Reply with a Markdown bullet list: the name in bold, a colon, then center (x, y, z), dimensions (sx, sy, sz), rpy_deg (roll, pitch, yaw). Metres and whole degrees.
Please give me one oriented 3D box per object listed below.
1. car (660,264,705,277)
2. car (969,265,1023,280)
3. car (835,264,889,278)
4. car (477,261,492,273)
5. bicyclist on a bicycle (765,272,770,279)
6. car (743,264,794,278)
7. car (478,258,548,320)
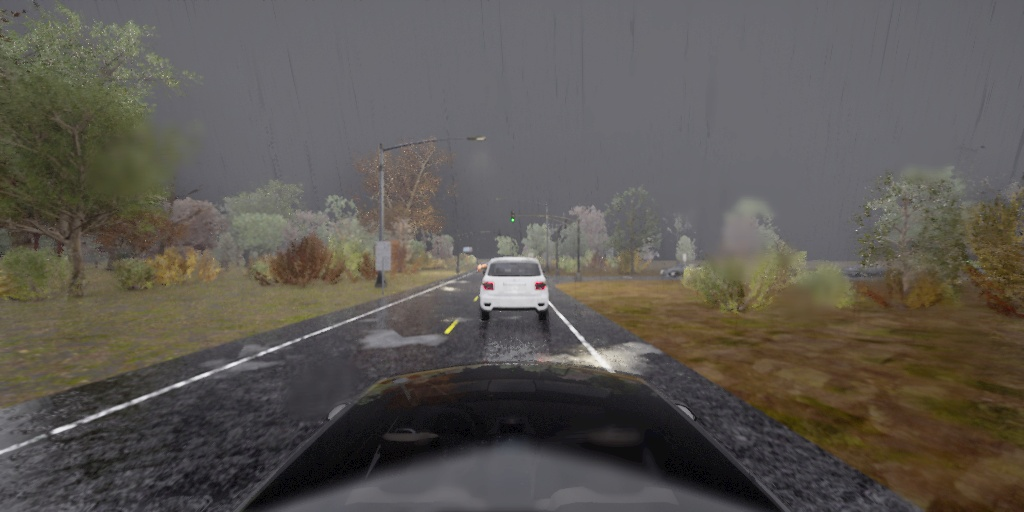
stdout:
- **car**: center (19.333, 1.646, 40.463), dimensions (4.902, 1.511, 2.128), rpy_deg (0, -1, 1)
- **car**: center (49.041, 1.624, 35.988), dimensions (4.902, 1.511, 2.128), rpy_deg (0, -1, 5)
- **car**: center (38.768, 1.652, 39.823), dimensions (4.902, 1.511, 2.128), rpy_deg (0, -1, 3)
- **car**: center (-4.256, 1.657, 56.397), dimensions (2.097, 1.767, 4.553), rpy_deg (0, -1, -2)
- **bicyclist on a bicycle**: center (23.988, 1.549, 34.088), dimensions (0.582, 1.620, 1.656), rpy_deg (0, -1, 1)
- **car**: center (28.696, 1.636, 40.269), dimensions (5.008, 1.535, 1.882), rpy_deg (0, -1, 2)
- **car**: center (0.062, 1.088, 13.298), dimensions (2.150, 2.045, 5.566), rpy_deg (0, -1, 0)
